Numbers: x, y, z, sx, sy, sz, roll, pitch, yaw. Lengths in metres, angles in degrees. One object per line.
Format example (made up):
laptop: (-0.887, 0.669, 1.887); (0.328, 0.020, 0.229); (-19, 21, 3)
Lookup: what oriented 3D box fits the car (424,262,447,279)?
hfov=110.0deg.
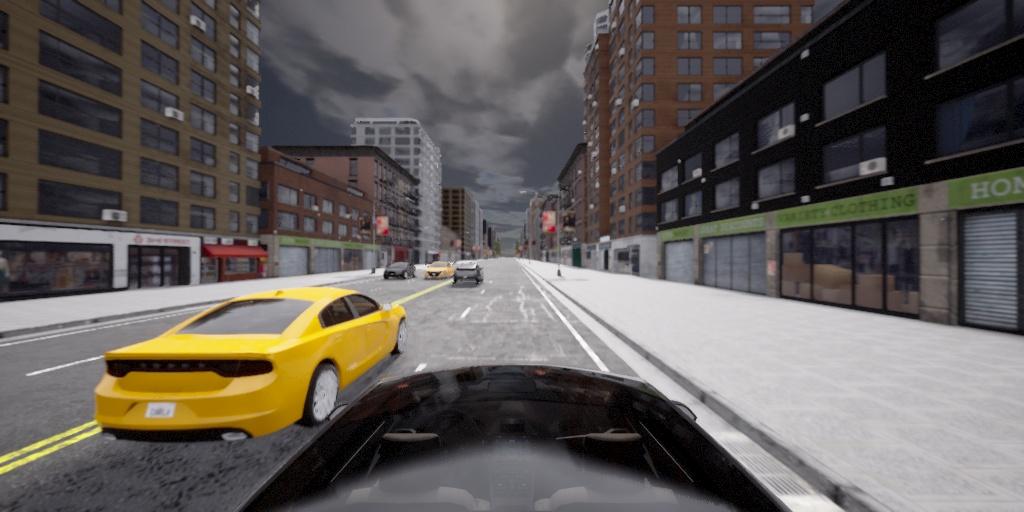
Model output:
car: (-6.496, 1.258, 32.342); (1.882, 1.535, 5.008); (0, 0, 0)

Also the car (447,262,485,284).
car: (-3.144, 1.231, 26.495); (2.128, 1.511, 4.902); (0, 0, 0)

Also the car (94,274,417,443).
car: (-3.147, 1.226, 5.686); (1.882, 1.535, 5.008); (0, 0, 0)

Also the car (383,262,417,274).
car: (-9.755, 1.249, 31.574); (1.837, 1.490, 4.892); (0, 0, 0)
